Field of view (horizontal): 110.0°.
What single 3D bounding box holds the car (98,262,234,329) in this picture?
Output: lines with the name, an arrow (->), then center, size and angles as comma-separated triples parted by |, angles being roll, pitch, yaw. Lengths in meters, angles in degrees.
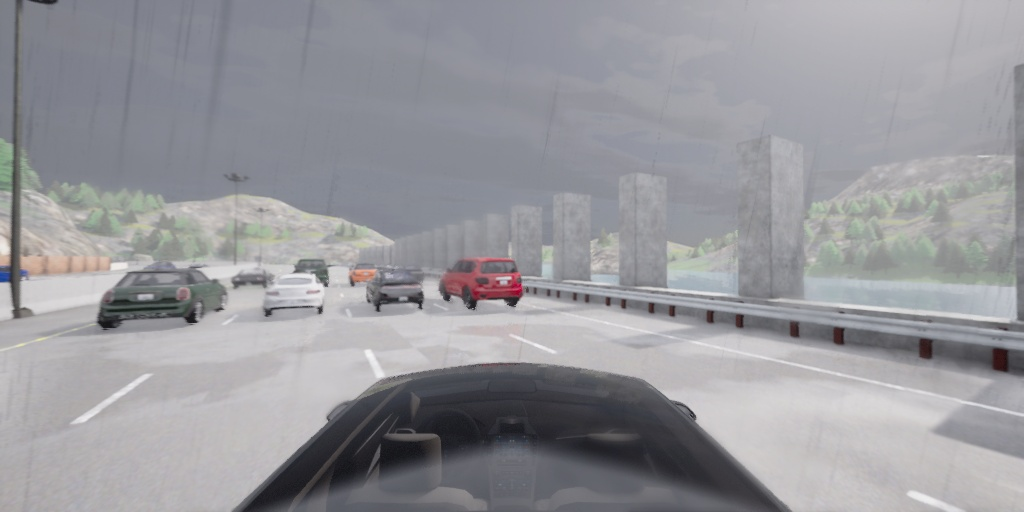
car -> -11.229, 1.189, 11.956 | 2.097, 1.767, 4.553 | 0, -1, -27

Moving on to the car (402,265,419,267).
car -> -8.656, 1.509, 30.065 | 2.128, 1.511, 4.902 | 0, 0, -26

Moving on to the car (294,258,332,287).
car -> -14.500, 1.196, 26.094 | 2.150, 2.045, 5.566 | 0, 0, -27

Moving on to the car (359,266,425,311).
car -> -5.062, 1.369, 15.267 | 2.128, 1.511, 4.902 | 0, 0, -27

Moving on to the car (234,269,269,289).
car -> -17.915, 1.560, 25.099 | 1.895, 1.301, 4.718 | 0, -1, -26

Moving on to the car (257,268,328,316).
car -> -8.340, 1.386, 13.996 | 1.812, 1.442, 4.674 | 0, 0, -27

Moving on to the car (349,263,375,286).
car -> -11.745, 1.348, 28.419 | 2.097, 1.767, 4.553 | 0, -1, -26

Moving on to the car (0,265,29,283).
car -> -38.172, 1.426, 26.110 | 1.882, 1.535, 5.008 | 1, 0, -25

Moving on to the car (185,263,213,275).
car -> -42.117, 1.723, 48.370 | 1.994, 1.385, 4.181 | 0, -1, -28

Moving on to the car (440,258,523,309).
car -> -1.540, 1.112, 16.049 | 2.150, 2.045, 5.566 | 0, 0, -27
